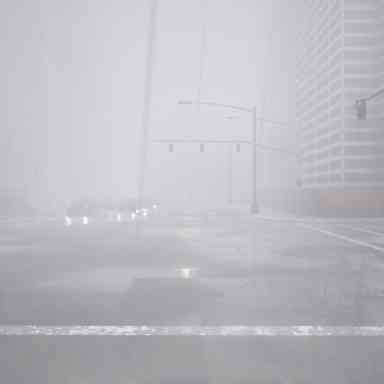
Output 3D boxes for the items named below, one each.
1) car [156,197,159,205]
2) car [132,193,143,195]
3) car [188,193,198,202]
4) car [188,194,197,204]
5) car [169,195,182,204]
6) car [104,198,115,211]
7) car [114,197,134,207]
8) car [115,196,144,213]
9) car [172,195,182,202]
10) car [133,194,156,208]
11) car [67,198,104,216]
[{"bbox_3d":[-6.963,1.601,58.505,1.895,1.301,4.718,0,0,0],"label":"car"},{"bbox_3d":[-10.432,1.477,62.040,1.882,1.535,5.008,0,0,0],"label":"car"},{"bbox_3d":[0.148,1.184,74.335,2.097,1.767,4.553,0,0,0],"label":"car"},{"bbox_3d":[0.127,1.547,64.081,2.033,1.411,5.357,0,0,0],"label":"car"},{"bbox_3d":[-3.373,1.491,64.088,2.128,1.511,4.902,0,0,0],"label":"car"},{"bbox_3d":[-10.514,1.477,41.848,1.882,1.535,5.008,0,0,0],"label":"car"},{"bbox_3d":[-10.492,1.547,51.759,2.033,1.411,5.357,0,0,0],"label":"car"},{"bbox_3d":[-7.024,1.505,37.830,1.837,1.490,4.892,0,0,0],"label":"car"},{"bbox_3d":[-3.352,1.354,74.372,2.128,1.511,4.902,0,0,0],"label":"car"},{"bbox_3d":[-7.001,1.491,48.181,2.128,1.511,4.902,0,0,0],"label":"car"},{"bbox_3d":[-10.572,1.352,32.716,2.097,1.767,4.553,0,0,1],"label":"car"}]
